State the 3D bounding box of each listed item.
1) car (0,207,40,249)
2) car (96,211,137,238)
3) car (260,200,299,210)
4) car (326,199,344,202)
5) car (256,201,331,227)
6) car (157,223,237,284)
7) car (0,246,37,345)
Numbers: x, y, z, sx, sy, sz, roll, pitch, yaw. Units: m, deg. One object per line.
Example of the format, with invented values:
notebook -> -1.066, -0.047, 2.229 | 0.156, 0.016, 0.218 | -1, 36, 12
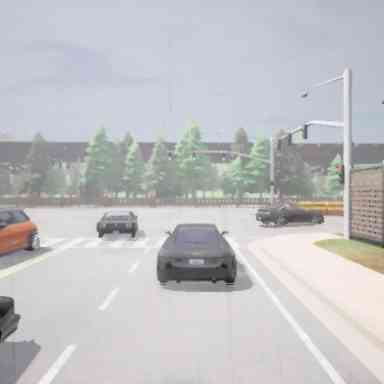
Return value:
car -> -7.009, 1.382, 11.081 | 2.097, 1.767, 4.553 | 0, 0, 0
car -> -3.939, 1.653, 18.104 | 1.895, 1.301, 4.718 | 0, 0, -8
car -> 11.746, 1.729, 44.618 | 4.718, 1.301, 1.895 | 0, 0, -2
car -> 17.234, 1.610, 41.285 | 4.902, 1.511, 2.128 | 0, 0, -2
car -> 6.805, 1.557, 22.919 | 4.902, 1.511, 2.128 | 0, -1, -20
car -> 0.137, 1.591, 9.666 | 1.994, 1.385, 4.181 | 0, 0, 1
car -> -3.400, 1.554, 2.347 | 2.033, 1.411, 5.357 | 0, 0, 0
